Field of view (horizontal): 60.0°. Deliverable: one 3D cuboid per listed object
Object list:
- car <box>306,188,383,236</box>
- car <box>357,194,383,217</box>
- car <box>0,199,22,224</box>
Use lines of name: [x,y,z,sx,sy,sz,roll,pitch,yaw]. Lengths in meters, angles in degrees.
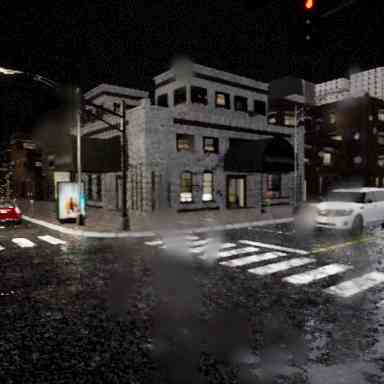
car: [7.827,0.828,16.108,5.566,2.045,2.150,-1,2,-38]
car: [14.097,0.907,24.350,4.829,1.417,1.752,-1,2,-38]
car: [-12.037,1.167,20.837,1.967,1.590,4.097,-2,2,-38]
